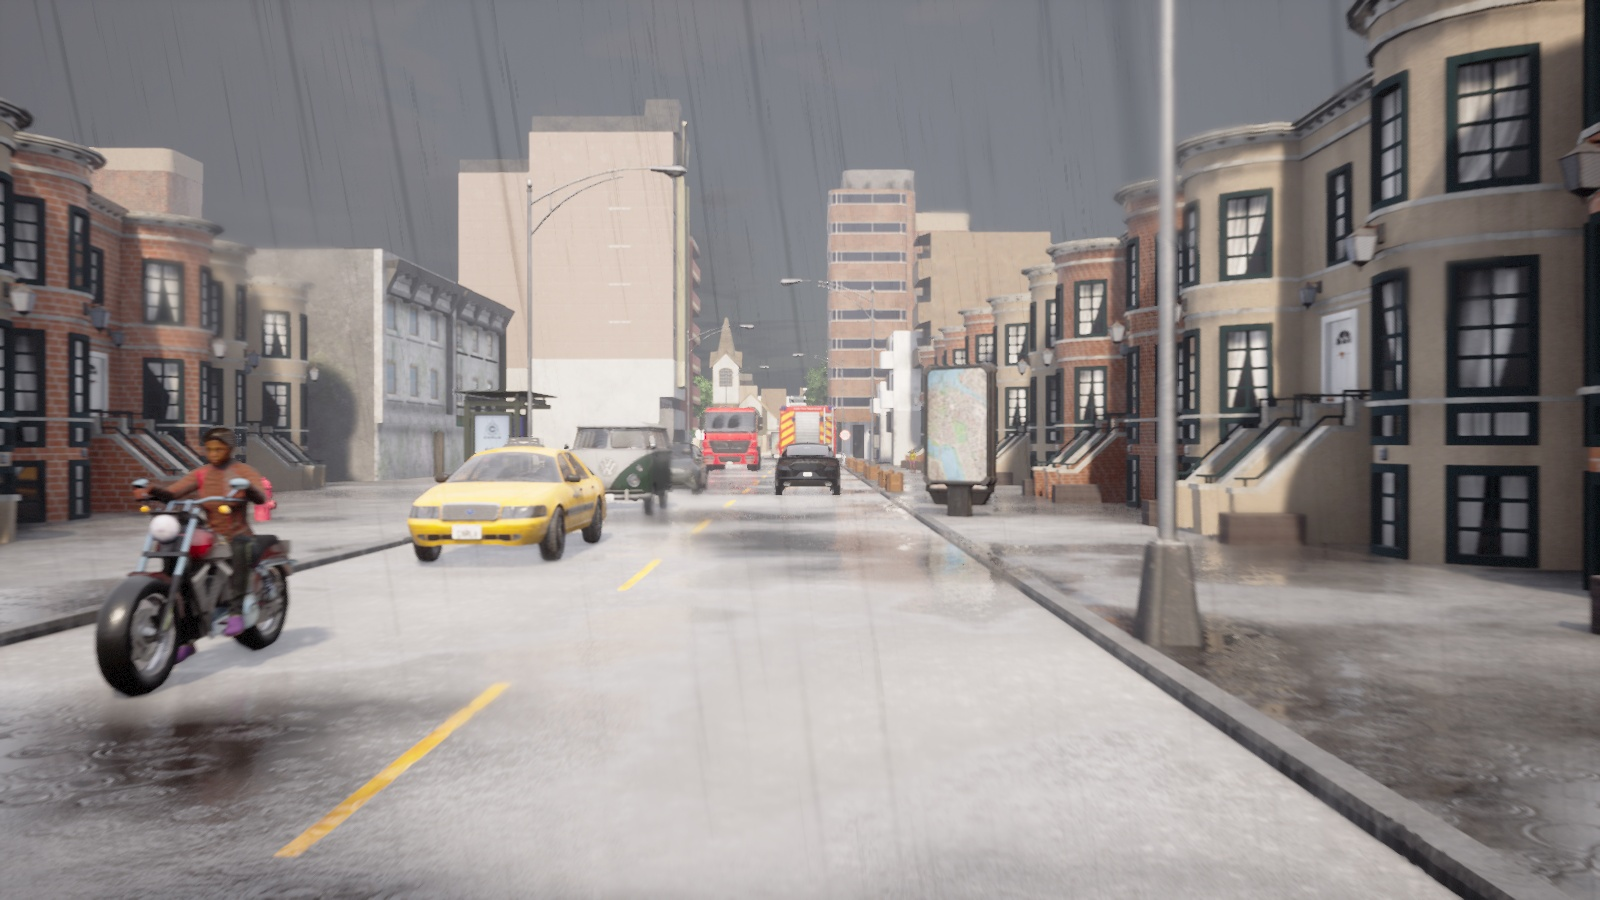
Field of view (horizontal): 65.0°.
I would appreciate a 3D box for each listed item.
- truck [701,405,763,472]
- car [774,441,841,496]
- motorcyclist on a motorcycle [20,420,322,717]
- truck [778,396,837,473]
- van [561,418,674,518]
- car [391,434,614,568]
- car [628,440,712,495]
[{"bbox_3d":[-3.615,-0.622,68.482,2.891,3.462,7.936,0,0,0],"label":"truck"},{"bbox_3d":[0.229,0.513,37.701,1.882,1.535,5.008,0,0,0],"label":"car"},{"bbox_3d":[-3.939,0.648,8.151,0.766,1.649,2.350,0,0,0],"label":"motorcyclist on a motorcycle"},{"bbox_3d":[0.377,-0.789,66.305,2.891,3.827,8.468,0,0,0],"label":"truck"},{"bbox_3d":[-3.832,0.345,27.049,1.775,1.987,4.442,0,0,0],"label":"van"},{"bbox_3d":[-3.886,0.585,17.411,1.801,1.575,5.366,0,0,0],"label":"car"},{"bbox_3d":[-3.774,0.482,37.229,2.007,1.525,4.514,0,0,0],"label":"car"}]
